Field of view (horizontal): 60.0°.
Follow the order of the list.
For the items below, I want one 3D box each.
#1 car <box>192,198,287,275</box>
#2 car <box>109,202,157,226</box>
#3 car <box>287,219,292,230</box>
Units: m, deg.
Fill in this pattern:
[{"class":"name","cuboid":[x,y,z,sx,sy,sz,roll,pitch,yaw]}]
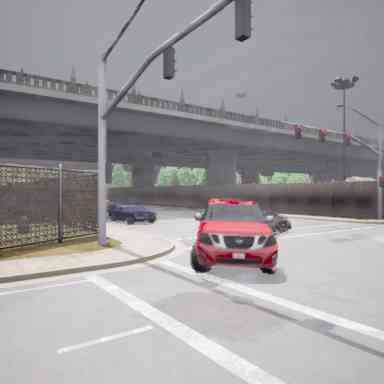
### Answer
[{"class":"car","cuboid":[1.334,1.246,11.005,2.150,2.045,5.566,2,0,3]},{"class":"car","cuboid":[-4.438,1.656,24.619,1.895,1.301,4.718,0,0,-36]},{"class":"car","cuboid":[3.700,1.614,19.543,1.994,1.385,4.181,0,0,-38]}]
